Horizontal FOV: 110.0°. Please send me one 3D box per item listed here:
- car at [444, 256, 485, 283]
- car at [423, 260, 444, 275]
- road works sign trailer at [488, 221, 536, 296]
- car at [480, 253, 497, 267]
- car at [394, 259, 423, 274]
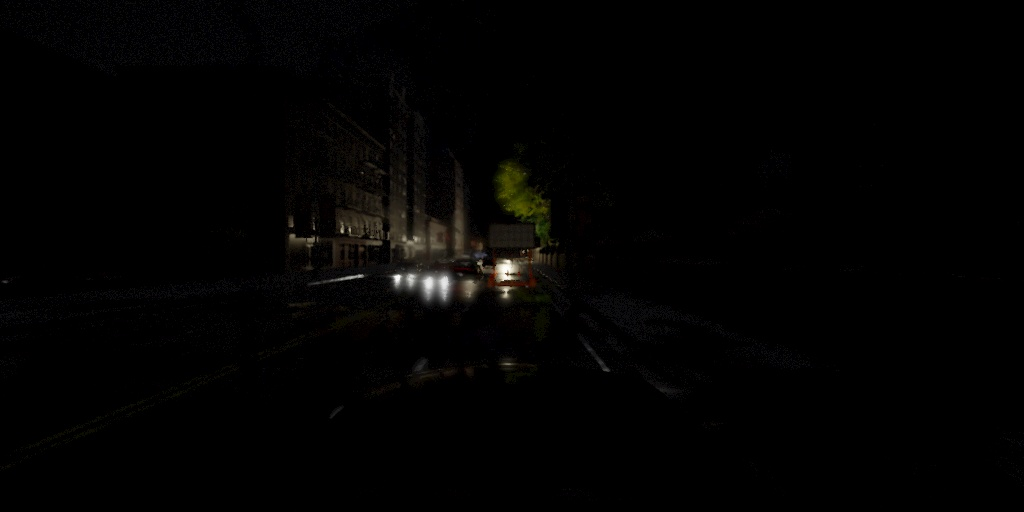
[{"bbox_3d":[-3.153,0.997,24.755,1.882,1.535,5.008,0,1,0],"label":"car"},{"bbox_3d":[-6.598,1.032,33.503,1.895,1.301,4.718,0,1,0],"label":"car"},{"bbox_3d":[-0.003,0.050,18.140,2.380,3.560,2.880,0,0,0],"label":"road works sign trailer"},{"bbox_3d":[-3.157,0.736,50.883,1.882,1.535,5.008,0,0,0],"label":"car"},{"bbox_3d":[-9.844,0.985,34.549,1.994,1.385,4.181,0,1,0],"label":"car"}]
